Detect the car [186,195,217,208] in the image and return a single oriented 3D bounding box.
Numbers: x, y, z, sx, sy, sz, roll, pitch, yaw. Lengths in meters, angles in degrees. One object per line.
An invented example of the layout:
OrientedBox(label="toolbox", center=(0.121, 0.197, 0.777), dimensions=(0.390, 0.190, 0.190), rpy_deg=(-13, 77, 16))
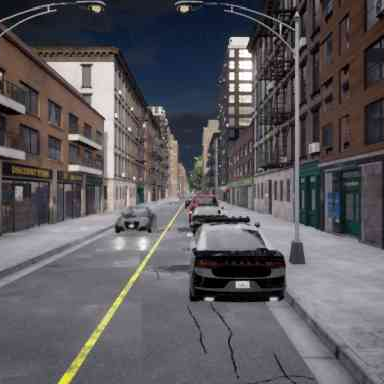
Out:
OrientedBox(label="car", center=(0.860, 1.239, 24.361), dimensions=(2.150, 2.045, 5.566), rpy_deg=(0, 0, 0))

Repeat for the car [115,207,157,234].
OrientedBox(label="car", center=(-3.132, 1.572, 19.276), dimensions=(1.994, 1.385, 4.181), rpy_deg=(0, 0, 0))

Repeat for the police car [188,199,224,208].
OrientedBox(label="police car", center=(0.870, 1.434, 18.440), dimensions=(1.930, 1.638, 5.238), rpy_deg=(0, 0, 0))

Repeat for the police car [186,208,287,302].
OrientedBox(label="police car", center=(0.886, 1.427, 8.440), dimensions=(1.930, 1.638, 5.238), rpy_deg=(0, 0, 0))

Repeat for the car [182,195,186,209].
OrientedBox(label="car", center=(-0.064, 1.548, 46.494), dimensions=(1.837, 1.490, 4.892), rpy_deg=(0, 0, 0))

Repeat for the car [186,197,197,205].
OrientedBox(label="car", center=(-0.099, 1.630, 59.885), dimensions=(1.994, 1.385, 4.181), rpy_deg=(0, 0, 0))

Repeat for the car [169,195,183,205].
OrientedBox(label="car", center=(-3.162, 1.594, 61.478), dimensions=(1.812, 1.442, 4.674), rpy_deg=(0, 0, 0))
